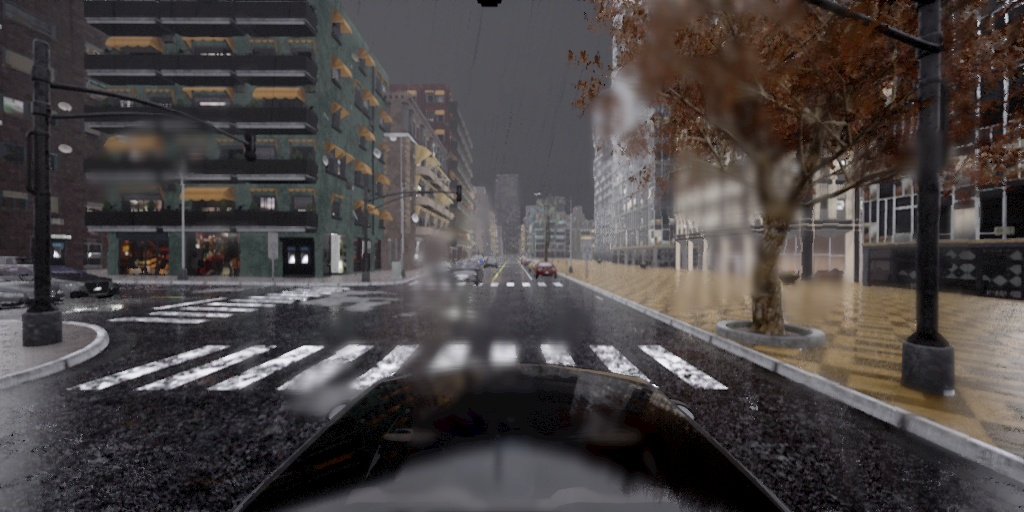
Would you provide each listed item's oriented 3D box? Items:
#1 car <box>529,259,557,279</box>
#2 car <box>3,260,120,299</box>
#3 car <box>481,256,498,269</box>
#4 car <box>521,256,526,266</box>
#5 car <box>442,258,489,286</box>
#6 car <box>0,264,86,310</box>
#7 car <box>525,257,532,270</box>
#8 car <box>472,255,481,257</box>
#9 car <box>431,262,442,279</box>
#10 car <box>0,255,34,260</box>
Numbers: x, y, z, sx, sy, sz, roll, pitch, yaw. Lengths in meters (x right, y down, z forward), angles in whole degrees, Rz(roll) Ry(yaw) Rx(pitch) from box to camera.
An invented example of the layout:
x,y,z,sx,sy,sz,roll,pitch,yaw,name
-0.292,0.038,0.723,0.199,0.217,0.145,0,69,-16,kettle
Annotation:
x,y,z,sx,sy,sz,roll,pitch,yaw,name
2.747,1.130,30.258,1.888,1.381,4.507,0,0,0,car
-17.553,1.018,13.452,4.181,1.385,1.994,1,0,-1,car
-2.905,0.985,50.413,1.837,1.490,4.892,0,1,0,car
2.801,1.026,57.920,1.802,1.307,4.207,0,0,0,car
-2.958,1.112,23.851,2.128,1.511,4.902,0,0,0,car
-16.417,1.035,10.878,4.403,1.370,2.007,0,0,0,car
2.769,1.052,41.493,1.751,1.417,4.829,0,0,0,car
-5.590,0.911,52.405,1.967,1.591,4.097,0,0,0,car
-5.633,1.135,30.274,2.007,1.370,4.403,0,0,0,car
-27.587,0.727,19.167,4.097,1.591,1.967,0,0,0,car
